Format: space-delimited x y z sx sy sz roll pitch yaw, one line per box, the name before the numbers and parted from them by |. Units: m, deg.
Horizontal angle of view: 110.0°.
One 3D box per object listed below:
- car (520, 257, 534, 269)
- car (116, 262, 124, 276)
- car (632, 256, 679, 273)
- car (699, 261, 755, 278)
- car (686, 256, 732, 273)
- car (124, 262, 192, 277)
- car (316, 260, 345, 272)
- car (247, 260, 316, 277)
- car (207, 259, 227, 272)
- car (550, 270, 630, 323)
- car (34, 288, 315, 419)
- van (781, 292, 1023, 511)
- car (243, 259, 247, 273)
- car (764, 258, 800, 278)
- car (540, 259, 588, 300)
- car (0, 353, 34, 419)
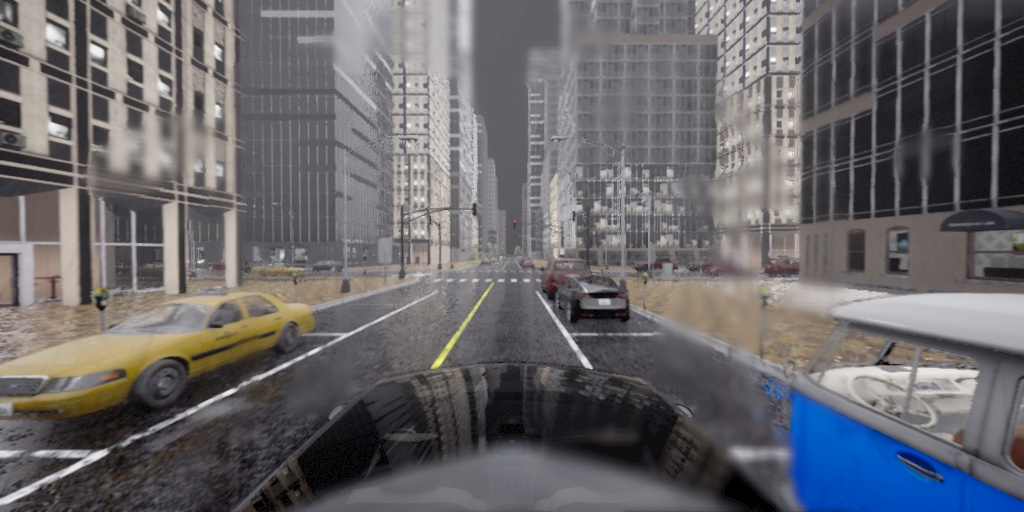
car | 2.530 1.249 55.557 1.802 1.307 4.207 0 0 0
car | -39.933 1.264 35.839 4.718 1.301 1.895 0 1 0
car | 16.559 0.970 41.423 5.009 1.841 2.192 0 0 0
car | 20.179 1.373 33.293 4.207 1.307 1.802 0 0 0
car | 22.891 0.978 41.438 5.009 1.841 2.192 0 0 0
car | -32.378 1.242 33.242 4.829 1.417 1.751 0 0 0
car | -21.451 1.154 41.335 4.403 1.370 2.007 0 0 0
car | -21.262 1.260 33.197 4.829 1.417 1.751 0 0 0
car | -32.567 1.028 41.238 4.097 1.591 1.967 0 0 0
car | 2.564 1.301 11.975 1.948 1.339 4.313 0 0 0
car | -5.317 1.269 6.123 1.751 1.417 4.829 0 0 0
van | 2.564 1.092 0.677 1.690 1.789 3.998 0 0 0
car | -24.003 1.182 35.873 4.902 1.511 2.128 0 1 0
car | 26.217 1.113 33.307 5.009 1.841 2.192 0 0 0
car | 2.563 1.042 17.623 2.192 1.841 5.009 0 0 0
car | -5.317 1.067 0.645 2.192 1.841 5.009 0 0 0
